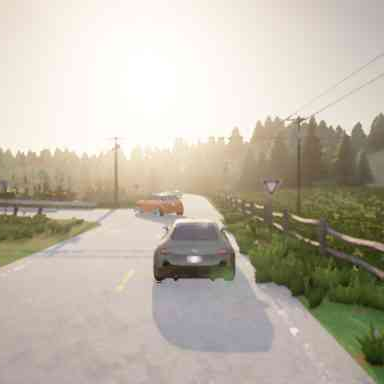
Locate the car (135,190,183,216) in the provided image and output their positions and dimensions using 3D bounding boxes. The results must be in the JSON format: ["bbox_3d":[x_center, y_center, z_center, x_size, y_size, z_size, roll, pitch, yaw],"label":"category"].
[{"bbox_3d":[-2.700,0.916,26.473,2.097,1.767,4.553,-1,2,-37],"label":"car"}]

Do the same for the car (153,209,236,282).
[{"bbox_3d":[0.078,1.414,9.332,1.994,1.385,4.181,0,1,1],"label":"car"}]

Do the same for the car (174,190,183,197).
[{"bbox_3d":[-2.965,0.336,72.088,1.882,1.535,5.008,0,1,-2],"label":"car"}]

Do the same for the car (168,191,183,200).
[{"bbox_3d":[-2.777,0.592,56.768,2.128,1.511,4.902,0,1,1],"label":"car"}]
